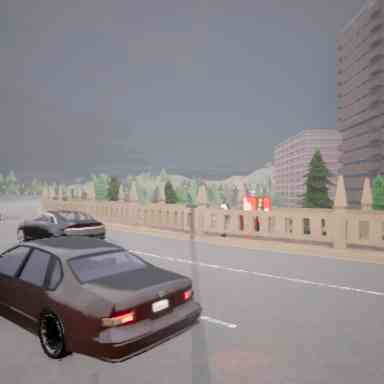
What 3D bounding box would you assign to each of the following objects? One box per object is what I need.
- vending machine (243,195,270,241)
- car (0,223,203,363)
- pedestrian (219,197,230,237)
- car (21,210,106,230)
[{"bbox_3d":[3.112,1.195,16.008,0.880,2.100,1.100,0,0,41],"label":"vending machine"},{"bbox_3d":[-2.356,1.547,5.969,5.357,1.411,2.033,0,0,39],"label":"car"},{"bbox_3d":[1.507,1.141,15.521,0.375,1.860,0.375,0,0,41],"label":"pedestrian"},{"bbox_3d":[-5.339,1.491,13.348,4.902,1.511,2.128,0,0,43],"label":"car"}]
